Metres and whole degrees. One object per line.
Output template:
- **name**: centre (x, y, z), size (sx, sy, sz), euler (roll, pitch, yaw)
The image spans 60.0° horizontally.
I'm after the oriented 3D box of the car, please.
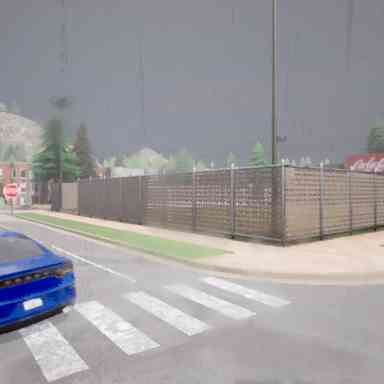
- **car**: centre (-4.197, 1.482, 6.423), size (5.008, 1.535, 1.882), euler (0, 3, 40)
